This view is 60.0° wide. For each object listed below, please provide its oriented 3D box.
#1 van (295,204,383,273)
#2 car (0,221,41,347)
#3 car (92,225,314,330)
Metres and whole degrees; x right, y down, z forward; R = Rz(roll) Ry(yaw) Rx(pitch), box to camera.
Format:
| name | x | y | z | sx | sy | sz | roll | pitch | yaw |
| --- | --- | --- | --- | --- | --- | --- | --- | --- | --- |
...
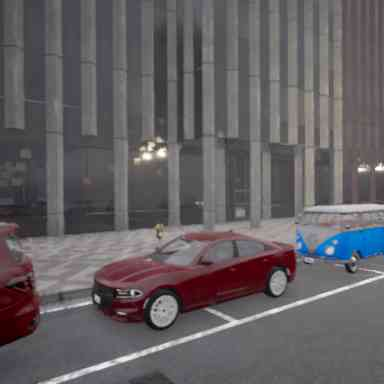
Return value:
| name | x | y | z | sx | sy | sz | roll | pitch | yaw |
| --- | --- | --- | --- | --- | --- | --- | --- | --- | --- |
| van | 4.844 | 1.280 | 10.115 | 3.998 | 1.788 | 1.690 | 0 | 0 | -36 |
| car | -4.331 | 1.326 | 3.563 | 5.009 | 1.841 | 2.192 | 0 | 0 | -36 |
| car | 0.258 | 1.519 | 6.840 | 4.507 | 1.381 | 1.887 | 0 | 0 | -36 |
